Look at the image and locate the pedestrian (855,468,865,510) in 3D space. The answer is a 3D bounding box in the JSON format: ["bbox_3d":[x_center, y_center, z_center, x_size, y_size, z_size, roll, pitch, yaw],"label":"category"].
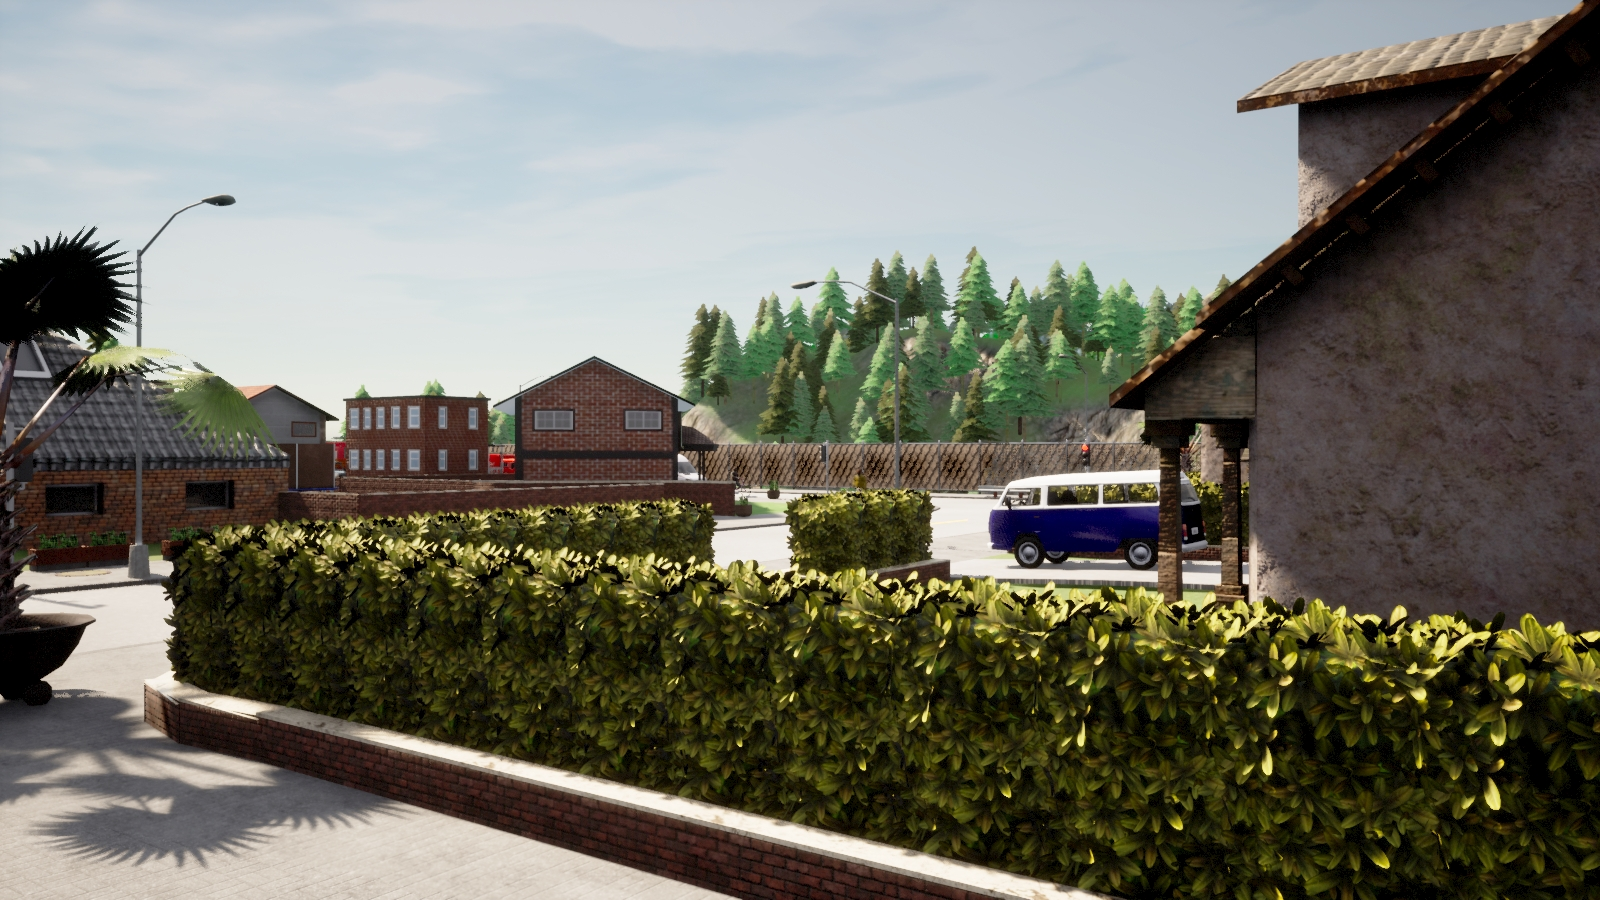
[{"bbox_3d":[2.707,1.734,51.359,0.375,1.860,0.375,0,0,18],"label":"pedestrian"}]

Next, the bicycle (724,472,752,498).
[{"bbox_3d":[-3.643,2.044,67.431,1.835,1.471,0.329,0,0,35],"label":"bicycle"}]
